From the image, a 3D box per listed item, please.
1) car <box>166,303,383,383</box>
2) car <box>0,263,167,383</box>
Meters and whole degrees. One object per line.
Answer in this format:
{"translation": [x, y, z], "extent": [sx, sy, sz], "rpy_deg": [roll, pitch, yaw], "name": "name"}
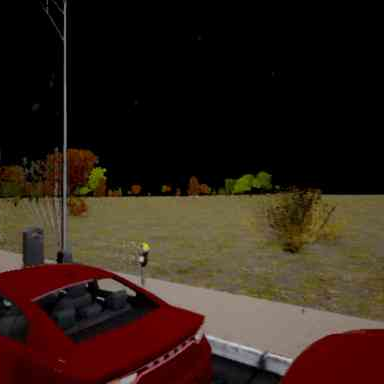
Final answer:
{"translation": [2.592, 1.296, 0.857], "extent": [5.009, 1.841, 2.192], "rpy_deg": [-1, 0, 36], "name": "car"}
{"translation": [-1.915, 1.588, 4.075], "extent": [4.507, 1.381, 1.887], "rpy_deg": [-1, 0, 36], "name": "car"}
